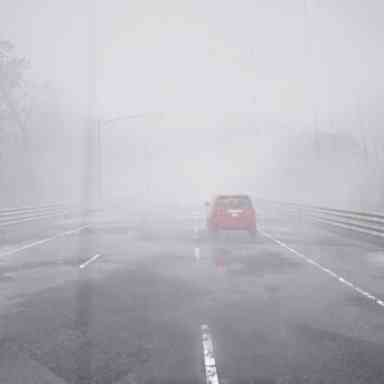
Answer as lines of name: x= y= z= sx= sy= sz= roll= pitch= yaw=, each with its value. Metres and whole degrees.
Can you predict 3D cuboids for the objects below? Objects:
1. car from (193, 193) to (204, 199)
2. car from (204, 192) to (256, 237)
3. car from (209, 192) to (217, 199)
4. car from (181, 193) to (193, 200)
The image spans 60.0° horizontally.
car: x=1.928 y=1.225 z=85.917 sx=1.895 sy=1.301 sz=4.718 roll=-1 pitch=0 yaw=6
car: x=1.958 y=1.117 z=17.646 sx=2.150 sy=2.045 sz=5.566 roll=-1 pitch=0 yaw=0
car: x=5.479 y=0.946 z=86.348 sx=2.097 sy=1.767 sz=4.553 roll=-1 pitch=0 yaw=6
car: x=-1.600 y=1.208 z=85.775 sx=2.033 sy=1.411 sz=5.357 roll=-1 pitch=0 yaw=6
